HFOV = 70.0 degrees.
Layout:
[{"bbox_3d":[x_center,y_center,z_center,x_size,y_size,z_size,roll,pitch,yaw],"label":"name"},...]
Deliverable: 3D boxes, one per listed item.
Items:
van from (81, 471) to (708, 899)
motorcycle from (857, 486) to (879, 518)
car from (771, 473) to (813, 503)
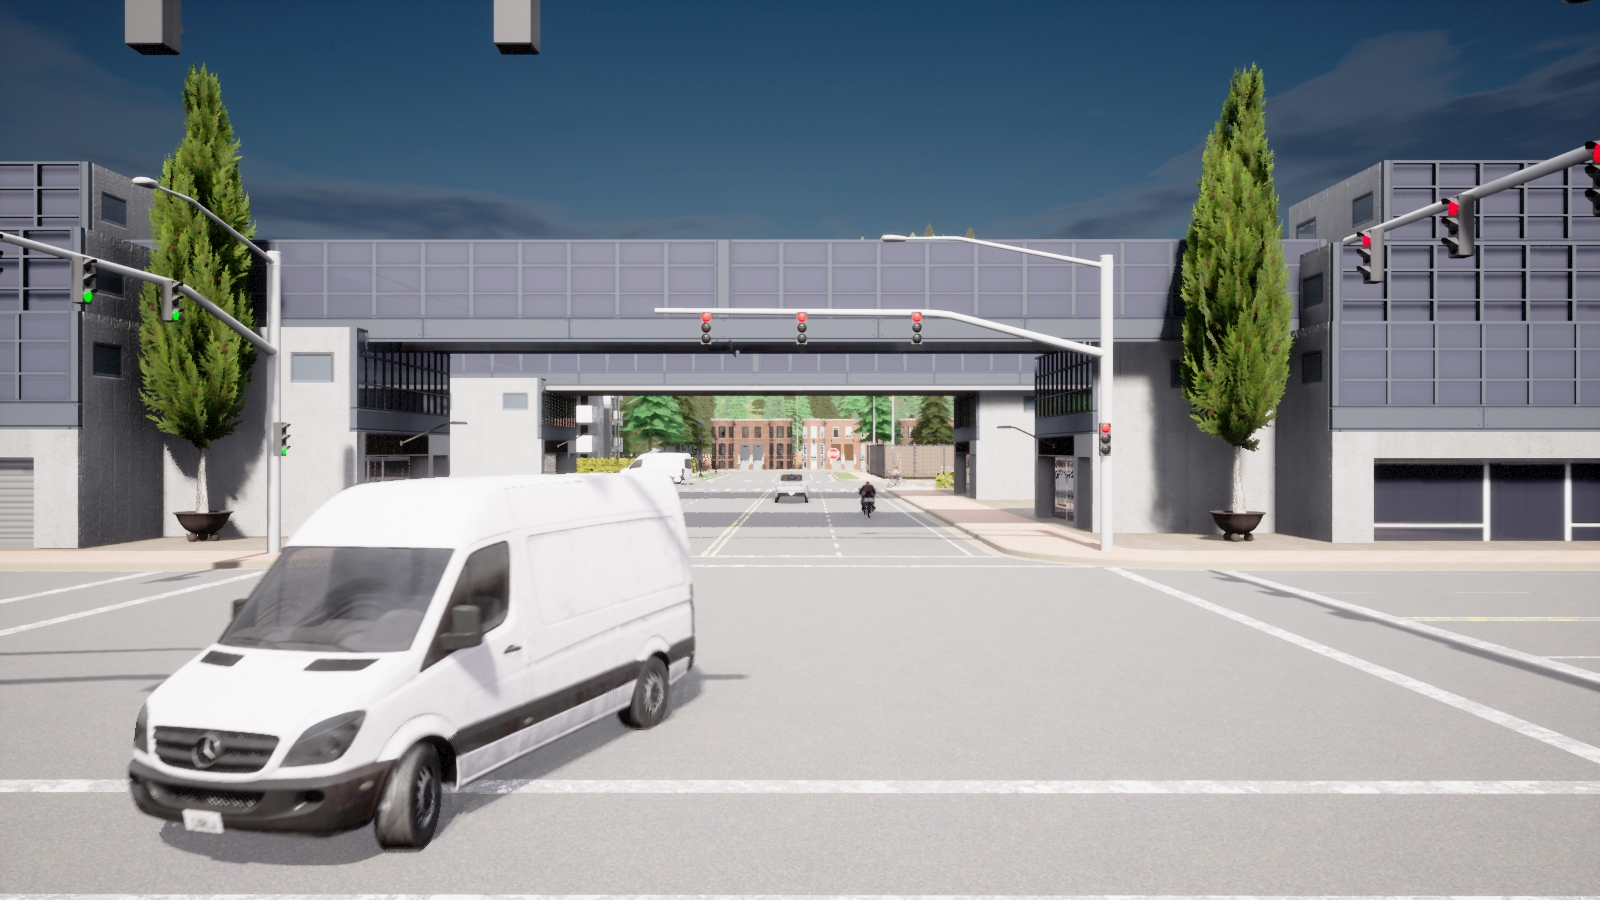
[{"bbox_3d":[-2.936,1.534,10.185,1.988,2.561,5.915,-1,0,19],"label":"van"},{"bbox_3d":[2.882,2.205,48.562,0.867,1.251,2.209,0,0,1],"label":"motorcycle"},{"bbox_3d":[-0.447,2.061,63.035,2.231,1.480,4.892,0,0,0],"label":"car"}]
